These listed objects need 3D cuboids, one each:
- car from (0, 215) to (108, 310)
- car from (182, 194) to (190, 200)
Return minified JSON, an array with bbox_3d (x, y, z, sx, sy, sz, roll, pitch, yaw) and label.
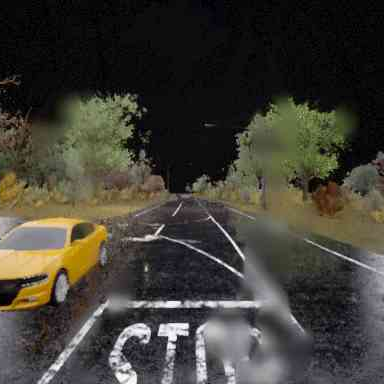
[{"bbox_3d":[-3.493,1.428,8.167,1.882,1.535,5.008,0,2,0],"label":"car"},{"bbox_3d":[-1.825,1.375,95.579,2.097,1.767,4.553,0,0,5],"label":"car"}]
